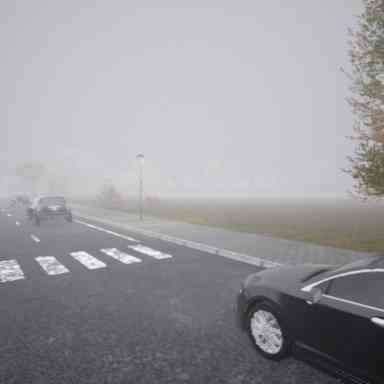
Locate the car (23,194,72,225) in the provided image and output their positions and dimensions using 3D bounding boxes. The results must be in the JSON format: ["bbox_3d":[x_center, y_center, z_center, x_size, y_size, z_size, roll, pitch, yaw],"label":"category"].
[{"bbox_3d":[-9.236,0.994,21.350,2.097,1.767,4.553,-2,2,-33],"label":"car"}]

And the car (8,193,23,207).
[{"bbox_3d":[-20.180,0.929,38.901,1.837,1.490,4.892,-2,2,-31],"label":"car"}]

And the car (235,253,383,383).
[{"bbox_3d":[2.502,1.381,3.477,1.837,1.490,4.892,-2,2,-34],"label":"car"}]
